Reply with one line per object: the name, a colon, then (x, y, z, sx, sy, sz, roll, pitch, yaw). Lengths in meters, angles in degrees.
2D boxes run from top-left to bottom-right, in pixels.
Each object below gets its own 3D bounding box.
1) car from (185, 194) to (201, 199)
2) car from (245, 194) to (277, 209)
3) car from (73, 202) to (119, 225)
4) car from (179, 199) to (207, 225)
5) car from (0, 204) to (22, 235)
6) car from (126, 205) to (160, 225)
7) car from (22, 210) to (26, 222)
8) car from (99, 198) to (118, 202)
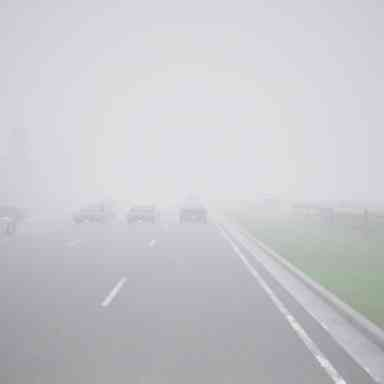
car: (0.095, 1.261, 49.596, 2.150, 2.045, 5.566, 0, 0, 0)
car: (8.916, 1.248, 42.748, 3.866, 1.878, 1.905, 0, 0, 0)
car: (-6.903, 1.620, 24.135, 1.895, 1.301, 4.718, 0, 0, 0)
car: (0.097, 1.497, 24.459, 1.882, 1.535, 5.008, 0, 0, 0)
car: (-10.400, 1.538, 16.004, 1.812, 1.442, 4.674, 0, 0, 0)
car: (-3.402, 1.620, 24.135, 1.895, 1.301, 4.718, 0, 0, 0)
car: (-13.903, 1.583, 24.225, 1.994, 1.385, 4.181, 0, 0, 0)
car: (-10.406, 1.538, 41.219, 1.837, 1.490, 4.892, 0, 0, 0)
